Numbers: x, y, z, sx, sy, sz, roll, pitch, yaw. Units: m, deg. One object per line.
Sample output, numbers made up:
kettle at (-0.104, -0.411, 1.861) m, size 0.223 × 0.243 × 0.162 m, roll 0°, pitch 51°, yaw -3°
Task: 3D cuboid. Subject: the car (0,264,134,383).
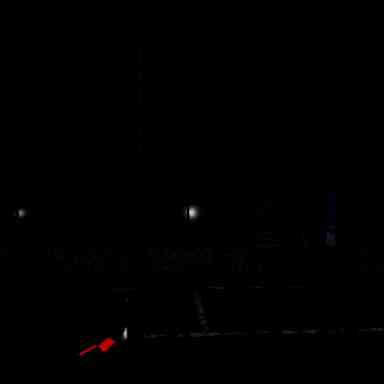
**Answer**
car at (-2.761, 1.564, 3.642) m, size 4.181 × 1.385 × 1.994 m, roll 0°, pitch 0°, yaw -4°
